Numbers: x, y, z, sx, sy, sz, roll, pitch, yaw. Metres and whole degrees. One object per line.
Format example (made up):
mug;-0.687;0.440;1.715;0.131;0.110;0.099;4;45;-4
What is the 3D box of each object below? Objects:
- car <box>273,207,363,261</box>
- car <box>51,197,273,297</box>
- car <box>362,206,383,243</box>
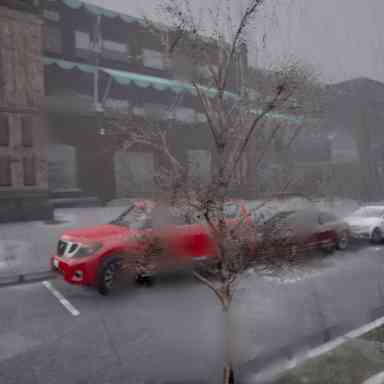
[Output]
car;3.813;1.429;12.109;4.792;1.488;2.163;-1;0;-35
car;-0.722;1.196;8.914;5.566;2.045;2.435;-1;0;-35
car;8.373;1.387;15.323;4.674;1.452;2.002;-1;0;-35
